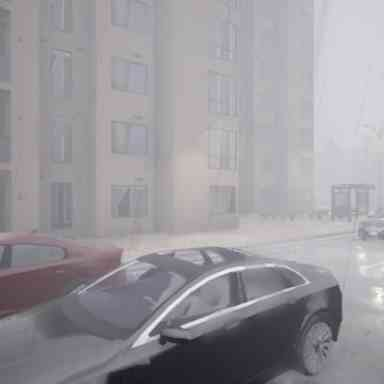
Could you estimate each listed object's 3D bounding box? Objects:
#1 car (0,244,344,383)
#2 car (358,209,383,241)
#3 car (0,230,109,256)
[{"bbox_3d":[-0.122,1.491,3.893,4.902,1.511,2.128,0,0,-38],"label":"car"},{"bbox_3d":[9.594,1.492,15.430,4.902,1.511,2.128,0,0,-36],"label":"car"},{"bbox_3d":[-3.598,1.478,5.696,5.008,1.535,1.882,0,0,-36],"label":"car"}]
